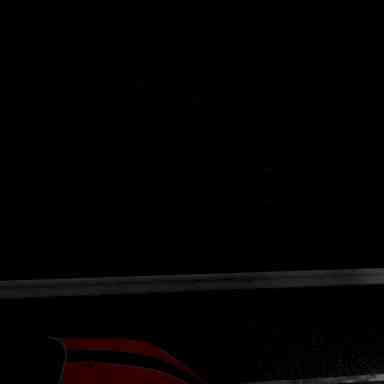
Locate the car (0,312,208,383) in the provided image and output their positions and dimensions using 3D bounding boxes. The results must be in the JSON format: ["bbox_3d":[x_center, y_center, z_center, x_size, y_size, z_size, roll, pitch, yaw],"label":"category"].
[{"bbox_3d":[-1.885,1.352,1.629,4.553,1.767,2.097,0,0,-6],"label":"car"}]
